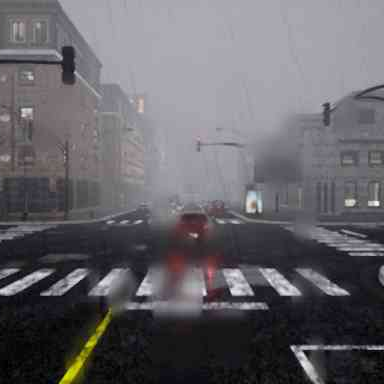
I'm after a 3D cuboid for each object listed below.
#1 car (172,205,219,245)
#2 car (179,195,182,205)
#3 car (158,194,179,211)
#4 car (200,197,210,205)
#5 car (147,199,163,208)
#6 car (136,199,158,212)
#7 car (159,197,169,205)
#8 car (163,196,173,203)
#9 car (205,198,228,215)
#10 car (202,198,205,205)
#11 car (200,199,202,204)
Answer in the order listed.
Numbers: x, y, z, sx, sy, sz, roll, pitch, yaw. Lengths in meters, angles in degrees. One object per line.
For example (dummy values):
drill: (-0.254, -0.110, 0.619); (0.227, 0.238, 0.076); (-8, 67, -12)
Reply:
car: (0.084, 1.596, 15.795); (1.812, 1.442, 4.674); (0, 0, 0)
car: (-3.067, 1.459, 59.803); (2.150, 2.045, 5.566); (0, 0, 0)
car: (-3.104, 1.517, 43.066); (2.097, 1.767, 4.553); (0, 0, 0)
car: (2.660, 1.835, 69.027); (2.008, 1.369, 4.403); (-1, 0, 0)
car: (-5.714, 1.755, 51.922); (2.008, 1.369, 4.403); (0, 0, 0)
car: (-5.710, 1.704, 40.529); (2.008, 1.369, 4.403); (0, 0, 0)
car: (-5.721, 1.809, 68.842); (1.752, 1.417, 4.829); (0, 0, 0)
car: (-5.727, 1.782, 80.404); (1.967, 1.590, 4.097); (-1, 0, 0)
car: (2.671, 1.569, 34.847); (1.967, 1.590, 4.097); (0, 0, 0)
car: (2.668, 1.760, 46.241); (1.802, 1.307, 4.206); (0, 0, 0)
car: (2.666, 1.755, 51.938); (2.008, 1.369, 4.403); (0, 0, 0)
